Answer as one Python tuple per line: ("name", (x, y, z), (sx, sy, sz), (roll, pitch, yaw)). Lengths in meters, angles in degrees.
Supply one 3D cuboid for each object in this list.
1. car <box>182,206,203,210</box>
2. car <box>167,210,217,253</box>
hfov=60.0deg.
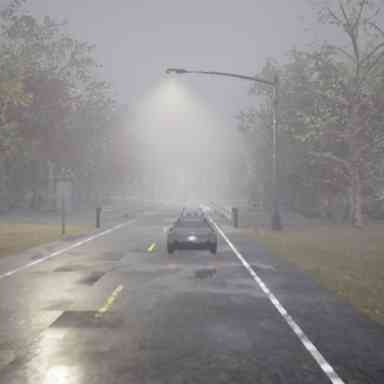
("car", (0.017, 1.875, 29.105), (1.895, 1.301, 4.718), (0, 0, 0))
("car", (0.010, 1.699, 14.288), (1.994, 1.385, 4.181), (0, 0, 0))
